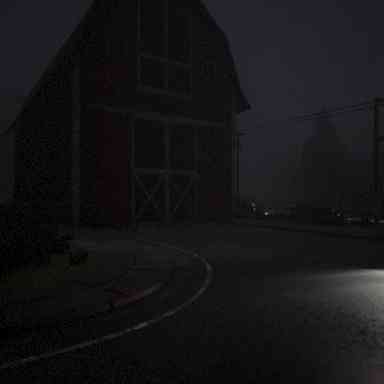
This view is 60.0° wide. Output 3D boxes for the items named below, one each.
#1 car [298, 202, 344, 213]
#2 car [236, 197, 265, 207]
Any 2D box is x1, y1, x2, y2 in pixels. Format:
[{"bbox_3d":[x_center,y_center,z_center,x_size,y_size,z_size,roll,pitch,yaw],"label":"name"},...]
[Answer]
[{"bbox_3d":[11.296,1.628,30.221,1.895,1.301,4.718,0,0,-34],"label":"car"},{"bbox_3d":[6.191,1.379,37.662,2.097,1.767,4.553,0,0,-34],"label":"car"}]
